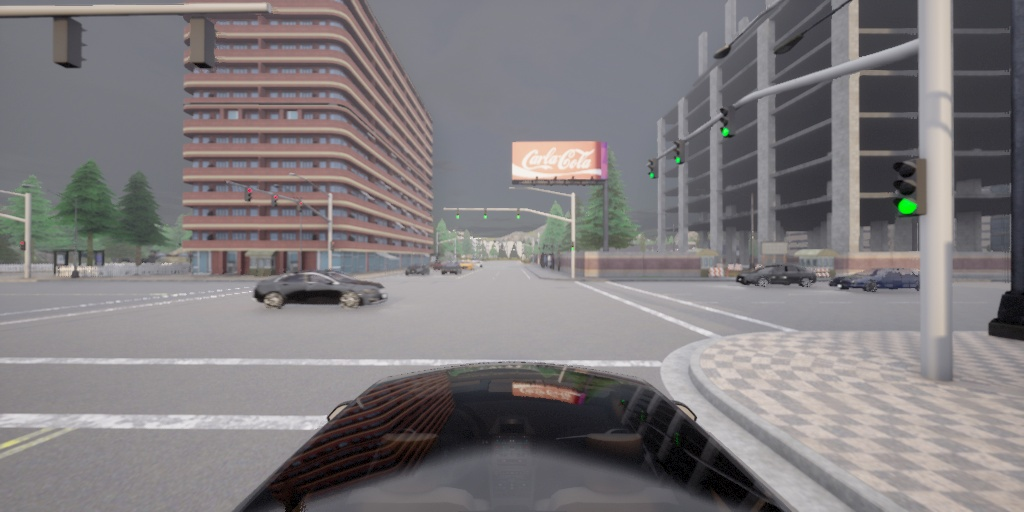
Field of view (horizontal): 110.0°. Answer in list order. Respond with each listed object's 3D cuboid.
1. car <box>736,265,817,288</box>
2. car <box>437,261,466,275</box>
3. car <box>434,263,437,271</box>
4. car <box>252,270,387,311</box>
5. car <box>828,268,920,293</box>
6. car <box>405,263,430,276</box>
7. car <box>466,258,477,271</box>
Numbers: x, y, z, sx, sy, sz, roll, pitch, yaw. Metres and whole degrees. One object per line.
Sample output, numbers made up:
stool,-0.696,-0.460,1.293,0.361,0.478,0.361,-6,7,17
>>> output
car,18.202,1.383,24.791,4.892,1.490,1.837,0,0,0
car,-7.128,1.526,42.781,2.033,1.411,5.357,0,0,0
car,-10.633,1.523,54.801,1.882,1.535,5.008,0,0,0
car,-7.543,1.330,14.308,4.902,1.511,2.128,0,0,0
car,22.109,1.406,21.274,5.357,1.411,2.033,0,0,0
car,-10.626,1.529,40.520,1.994,1.385,4.181,0,0,0
car,-7.131,1.533,56.601,1.882,1.535,5.008,0,0,0
